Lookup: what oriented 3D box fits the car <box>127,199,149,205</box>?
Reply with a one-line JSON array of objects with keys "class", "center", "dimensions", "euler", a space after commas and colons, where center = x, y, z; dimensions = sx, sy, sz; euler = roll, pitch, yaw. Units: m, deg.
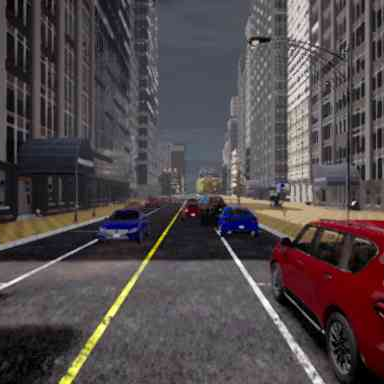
[{"class": "car", "center": [-5.694, 1.643, 32.991], "dimensions": [1.802, 1.307, 4.206], "euler": [0, 0, 0]}]

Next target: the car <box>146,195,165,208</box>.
[{"class": "car", "center": [-5.697, 1.406, 49.609], "dimensions": [2.192, 1.841, 5.009], "euler": [0, 0, 0]}]

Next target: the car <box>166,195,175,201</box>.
[{"class": "car", "center": [-5.706, 1.599, 88.383], "dimensions": [1.967, 1.590, 4.097], "euler": [0, 0, 0]}]

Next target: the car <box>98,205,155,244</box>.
[{"class": "car", "center": [-3.105, 1.556, 16.023], "dimensions": [1.812, 1.442, 4.674], "euler": [0, 0, 0]}]

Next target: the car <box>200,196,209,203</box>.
[{"class": "car", "center": [2.677, 1.656, 71.938], "dimensions": [1.752, 1.417, 4.829], "euler": [0, 0, 0]}]

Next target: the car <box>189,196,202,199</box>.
[{"class": "car", "center": [0.089, 1.586, 44.324], "dimensions": [1.837, 1.490, 4.892], "euler": [0, 0, 0]}]

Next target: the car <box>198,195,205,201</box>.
[{"class": "car", "center": [2.673, 1.694, 94.094], "dimensions": [1.752, 1.417, 4.829], "euler": [0, 0, 0]}]

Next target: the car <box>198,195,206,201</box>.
[{"class": "car", "center": [2.674, 1.599, 88.386], "dimensions": [1.967, 1.590, 4.097], "euler": [0, 0, 0]}]

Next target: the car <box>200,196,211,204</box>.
[{"class": "car", "center": [2.679, 1.560, 66.229], "dimensions": [1.967, 1.590, 4.097], "euler": [0, 0, 0]}]

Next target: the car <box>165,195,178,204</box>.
[{"class": "car", "center": [-3.013, 1.243, 56.575], "dimensions": [2.128, 1.511, 4.902], "euler": [0, 0, 0]}]

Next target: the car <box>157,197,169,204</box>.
[{"class": "car", "center": [-5.702, 1.665, 66.227], "dimensions": [1.887, 1.381, 4.507], "euler": [0, 0, 0]}]

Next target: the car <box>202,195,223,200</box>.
[{"class": "car", "center": [2.686, 1.386, 38.533], "dimensions": [2.192, 1.841, 5.009], "euler": [0, 0, 0]}]

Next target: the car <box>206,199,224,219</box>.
[{"class": "car", "center": [2.686, 1.627, 32.993], "dimensions": [1.947, 1.339, 4.313], "euler": [0, 0, 0]}]

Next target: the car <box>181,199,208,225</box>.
[{"class": "car", "center": [0.094, 1.577, 27.538], "dimensions": [1.812, 1.442, 4.674], "euler": [0, 0, 0]}]

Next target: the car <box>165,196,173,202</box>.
[{"class": "car", "center": [-5.705, 1.694, 82.844], "dimensions": [1.887, 1.381, 4.507], "euler": [0, 0, 0]}]

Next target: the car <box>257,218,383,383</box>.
[{"class": "car", "center": [2.694, 1.325, 5.297], "dimensions": [2.192, 1.841, 5.009], "euler": [0, 0, 0]}]

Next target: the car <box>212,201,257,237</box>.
[{"class": "car", "center": [2.357, 1.512, 18.317], "dimensions": [1.882, 1.535, 5.008], "euler": [0, 0, 0]}]
